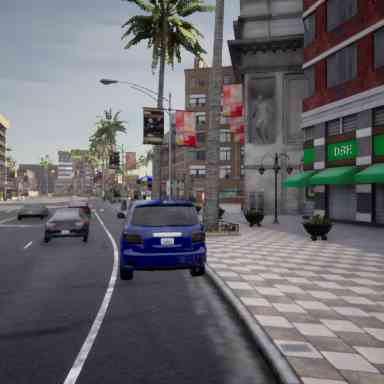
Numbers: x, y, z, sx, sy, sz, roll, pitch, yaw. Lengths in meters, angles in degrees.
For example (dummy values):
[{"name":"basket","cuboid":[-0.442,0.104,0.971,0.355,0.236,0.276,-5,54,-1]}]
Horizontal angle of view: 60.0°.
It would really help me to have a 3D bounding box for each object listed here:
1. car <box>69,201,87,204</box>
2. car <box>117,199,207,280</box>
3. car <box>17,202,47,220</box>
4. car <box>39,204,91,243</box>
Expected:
[{"name":"car","cuboid":[-9.365,1.470,27.356,1.882,1.535,5.008,0,0,-18]},{"name":"car","cuboid":[-1.082,1.219,10.223,2.150,2.045,5.566,0,0,-11]},{"name":"car","cuboid":[-13.183,1.552,27.763,1.994,1.385,4.181,0,0,-18]},{"name":"car","cuboid":[-5.969,1.521,16.185,1.812,1.442,4.674,0,0,-16]}]
